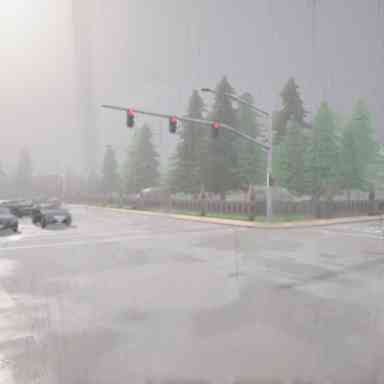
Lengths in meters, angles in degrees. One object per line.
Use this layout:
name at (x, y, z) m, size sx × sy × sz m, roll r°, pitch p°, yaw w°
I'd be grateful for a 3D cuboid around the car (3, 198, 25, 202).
car at (-21.225, 1.660, 38.982) m, size 1.895 × 1.301 × 4.718 m, roll 0°, pitch 0°, yaw -36°

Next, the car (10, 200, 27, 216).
car at (-15.207, 1.659, 30.629) m, size 1.895 × 1.301 × 4.718 m, roll 0°, pitch 0°, yaw -36°

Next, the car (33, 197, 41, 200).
car at (-27.277, 1.558, 59.649) m, size 2.128 × 1.511 × 4.902 m, roll 0°, pitch 0°, yaw -36°

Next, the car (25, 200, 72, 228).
car at (-9.807, 1.549, 23.147) m, size 2.128 × 1.511 × 4.902 m, roll 0°, pitch 0°, yaw -36°

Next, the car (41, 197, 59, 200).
car at (-21.849, 1.592, 52.148) m, size 1.812 × 1.442 × 4.674 m, roll 0°, pitch 0°, yaw -36°

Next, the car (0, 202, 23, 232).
car at (-11.644, 1.580, 19.742) m, size 1.812 × 1.442 × 4.674 m, roll 0°, pitch 0°, yaw -37°
